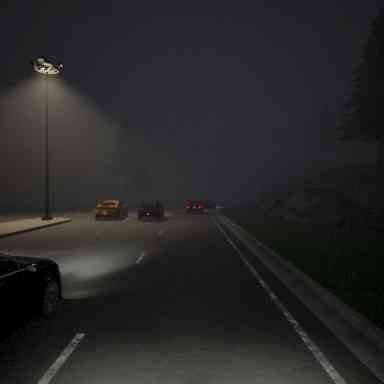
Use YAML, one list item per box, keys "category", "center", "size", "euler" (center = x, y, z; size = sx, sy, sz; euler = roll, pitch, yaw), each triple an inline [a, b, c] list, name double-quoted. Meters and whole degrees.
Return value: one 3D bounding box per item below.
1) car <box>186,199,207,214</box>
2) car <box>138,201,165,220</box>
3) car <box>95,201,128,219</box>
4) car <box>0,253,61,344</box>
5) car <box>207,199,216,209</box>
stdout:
- category: "car"
  center: [0.327, 1.547, 35.189]
  size: [2.033, 1.411, 5.357]
  euler: [0, 0, 3]
- category: "car"
  center: [-3.376, 1.492, 28.218]
  size: [2.128, 1.511, 4.902]
  euler: [0, 0, 1]
- category: "car"
  center: [-6.870, 1.477, 28.724]
  size: [1.882, 1.535, 5.008]
  euler: [0, 0, 1]
- category: "car"
  center: [-3.400, 1.491, 4.430]
  size: [2.128, 1.511, 4.902]
  euler: [0, 0, 0]
- category: "car"
  center: [1.957, 1.564, 44.558]
  size: [1.994, 1.385, 4.181]
  euler: [0, 0, 14]
